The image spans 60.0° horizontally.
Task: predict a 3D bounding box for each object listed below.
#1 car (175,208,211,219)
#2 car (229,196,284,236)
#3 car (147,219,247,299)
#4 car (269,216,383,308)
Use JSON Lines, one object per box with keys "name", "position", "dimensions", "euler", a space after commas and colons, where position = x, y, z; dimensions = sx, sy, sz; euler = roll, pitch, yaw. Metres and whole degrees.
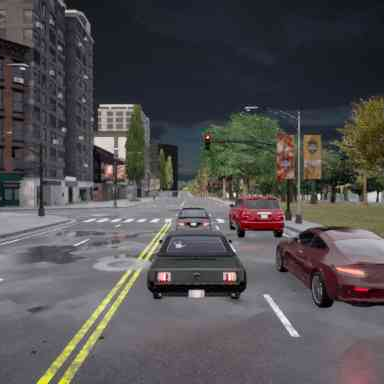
{"name": "car", "position": [0.072, 1.544, 17.983], "dimensions": [2.033, 1.411, 5.357], "euler": [0, 0, 0]}
{"name": "car", "position": [3.321, 1.218, 17.942], "dimensions": [2.150, 2.045, 5.566], "euler": [0, 0, 0]}
{"name": "car", "position": [0.087, 1.599, 8.390], "dimensions": [1.895, 1.301, 4.718], "euler": [0, 0, 0]}
{"name": "car", "position": [3.340, 1.524, 7.787], "dimensions": [1.812, 1.442, 4.674], "euler": [0, 0, 0]}
